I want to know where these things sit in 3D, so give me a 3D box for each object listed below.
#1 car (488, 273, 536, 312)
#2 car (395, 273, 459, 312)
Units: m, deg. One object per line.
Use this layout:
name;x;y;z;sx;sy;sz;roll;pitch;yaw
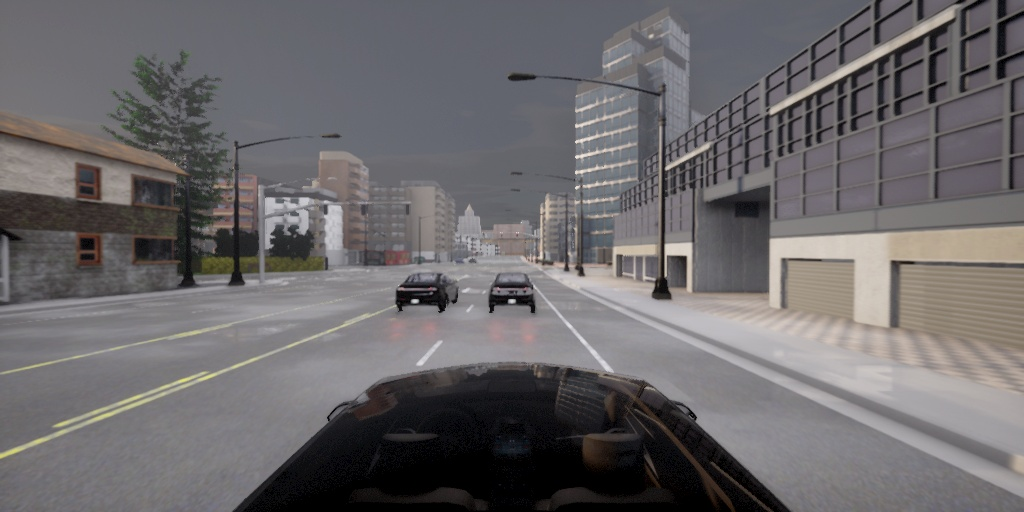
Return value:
car;0.014;1.455;15.389;2.128;1.511;4.902;0;-1;0
car;-3.486;1.455;15.390;2.128;1.511;4.902;0;-1;0
